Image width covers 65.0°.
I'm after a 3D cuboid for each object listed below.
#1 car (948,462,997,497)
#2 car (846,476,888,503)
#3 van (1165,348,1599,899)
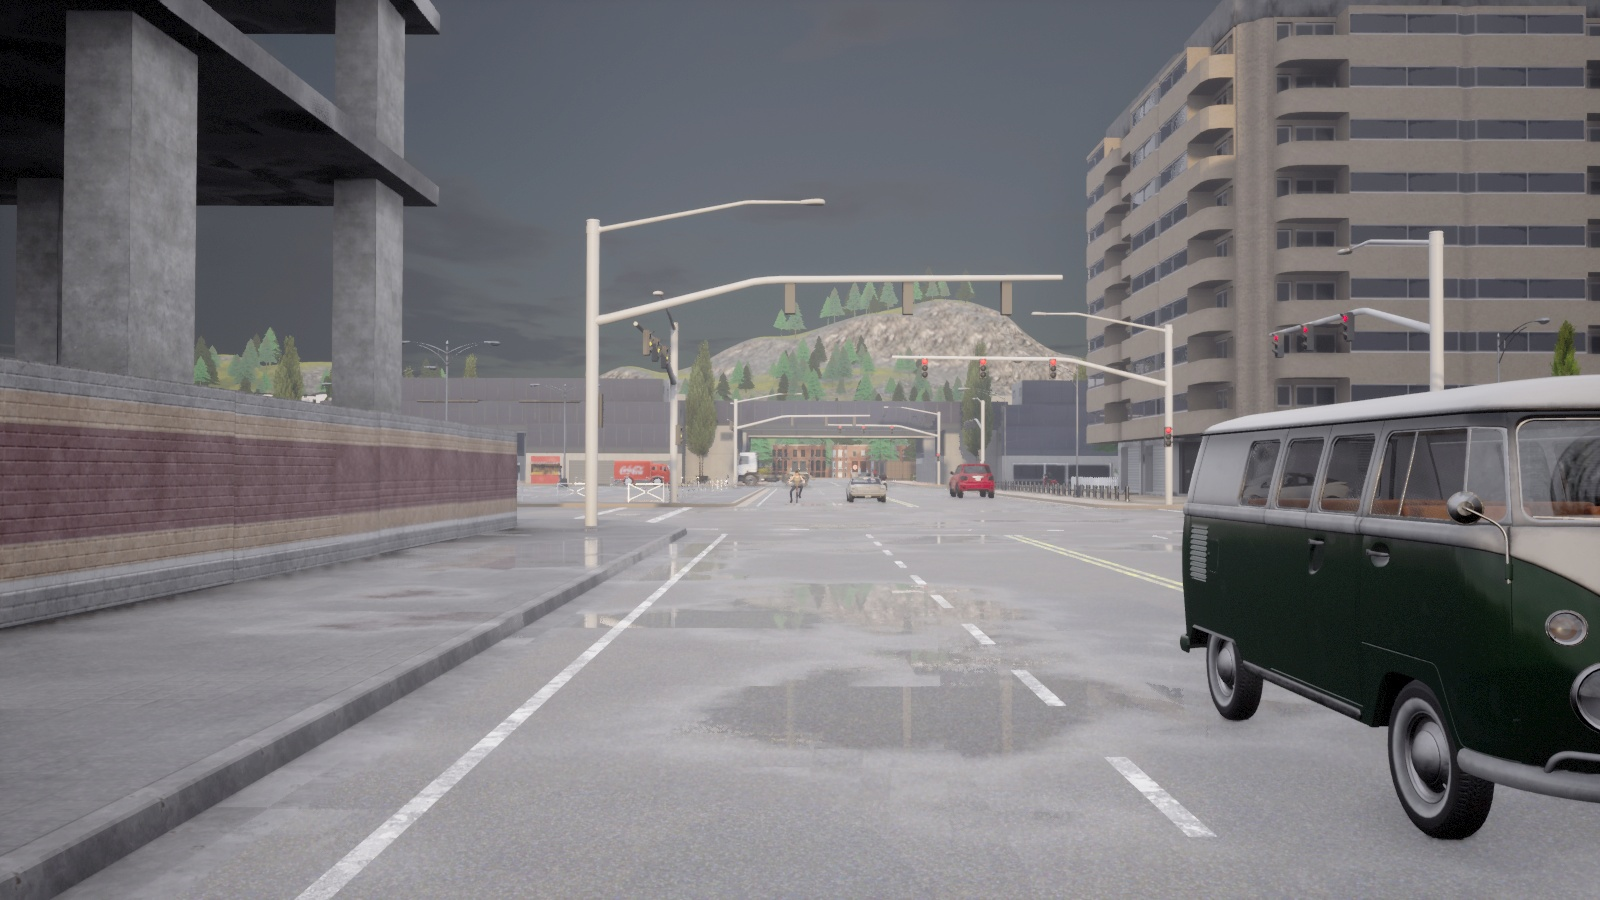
[{"bbox_3d":[10.335,1.759,75.625,2.150,2.045,5.566,0,-1,0],"label":"car"},{"bbox_3d":[3.361,1.973,63.964,1.895,1.301,4.718,0,-1,0],"label":"car"},{"bbox_3d":[3.485,0.665,6.680,1.775,1.987,4.442,0,-1,0],"label":"van"}]
